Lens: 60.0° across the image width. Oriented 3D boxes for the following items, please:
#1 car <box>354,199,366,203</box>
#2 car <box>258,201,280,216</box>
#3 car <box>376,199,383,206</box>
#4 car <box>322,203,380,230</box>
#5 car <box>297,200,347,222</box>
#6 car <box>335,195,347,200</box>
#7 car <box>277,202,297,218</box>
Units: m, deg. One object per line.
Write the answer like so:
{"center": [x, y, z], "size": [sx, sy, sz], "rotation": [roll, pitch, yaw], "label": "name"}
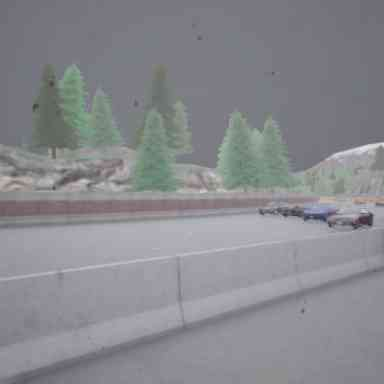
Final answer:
{"center": [33.617, 2.042, 66.487], "size": [1.994, 1.385, 4.181], "rotation": [0, 0, 26], "label": "car"}
{"center": [8.970, 1.784, 35.807], "size": [1.837, 1.490, 4.892], "rotation": [0, 0, 42], "label": "car"}
{"center": [34.714, 2.038, 60.755], "size": [2.033, 1.411, 5.357], "rotation": [0, 0, 27], "label": "car"}
{"center": [10.956, 1.714, 22.709], "size": [1.812, 1.442, 4.674], "rotation": [0, -1, 45], "label": "car"}
{"center": [11.042, 1.702, 27.768], "size": [1.882, 1.535, 5.008], "rotation": [0, 0, 44], "label": "car"}
{"center": [31.384, 1.721, 70.023], "size": [2.150, 2.045, 5.566], "rotation": [0, 0, 26], "label": "car"}
{"center": [10.499, 1.857, 32.265], "size": [1.895, 1.301, 4.718], "rotation": [0, -1, 42], "label": "car"}
